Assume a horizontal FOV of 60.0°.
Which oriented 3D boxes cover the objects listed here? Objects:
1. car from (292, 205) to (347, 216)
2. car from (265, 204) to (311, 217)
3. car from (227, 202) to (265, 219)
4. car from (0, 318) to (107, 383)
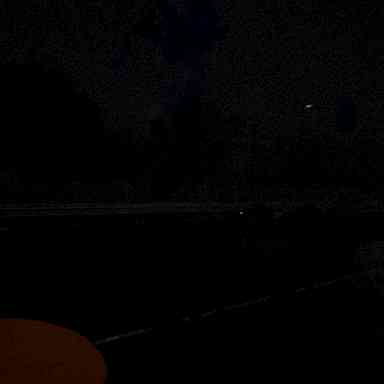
[{"bbox_3d":[9.577,1.801,23.724,4.718,1.301,1.895,1,0,-35],"label":"car"},{"bbox_3d":[8.684,1.705,27.384,4.902,1.511,2.128,1,0,-35],"label":"car"},{"bbox_3d":[5.285,1.675,29.260,5.008,1.535,1.882,1,0,-35],"label":"car"},{"bbox_3d":[-2.912,1.463,1.669,5.008,1.535,1.882,0,0,-36],"label":"car"}]
